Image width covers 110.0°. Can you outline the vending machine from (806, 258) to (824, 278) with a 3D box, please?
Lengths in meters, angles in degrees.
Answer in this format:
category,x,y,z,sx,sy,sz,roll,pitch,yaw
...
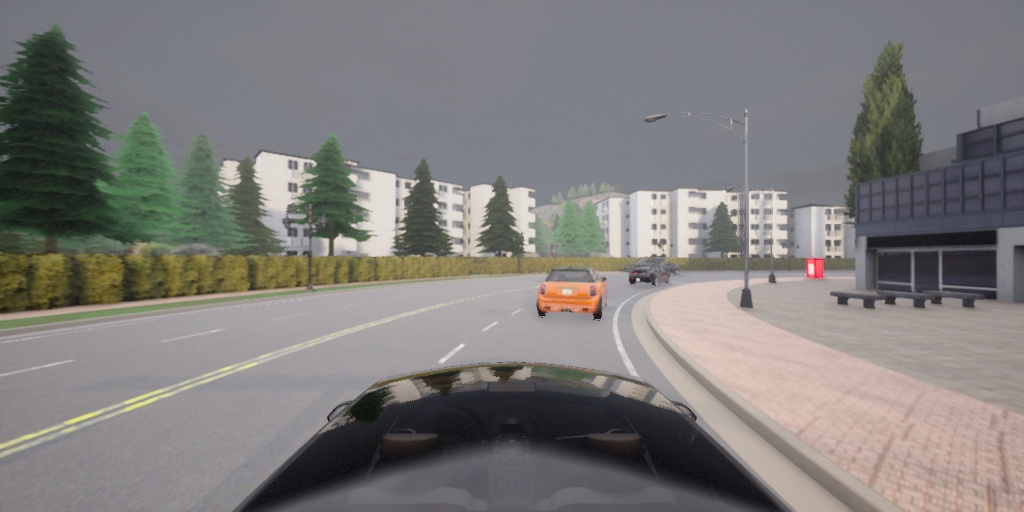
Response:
category,x,y,z,sx,sy,sz,roll,pitch,yaw
vending machine,28.463,1.179,33.683,0.880,2.100,1.100,0,0,-18

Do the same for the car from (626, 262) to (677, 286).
category,x,y,z,sx,sy,sz,roll,pitch,yaw
car,10.411,1.405,26.849,1.837,1.490,4.892,-1,-1,41

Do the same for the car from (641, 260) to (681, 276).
category,x,y,z,sx,sy,sz,roll,pitch,yaw
car,17.196,1.493,41.050,4.892,1.490,1.837,0,-1,-27

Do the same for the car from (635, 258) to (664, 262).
category,x,y,z,sx,sy,sz,roll,pitch,yaw
car,16.851,1.230,44.847,5.566,2.045,2.150,1,-1,-26

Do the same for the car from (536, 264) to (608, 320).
category,x,y,z,sx,sy,sz,roll,pitch,yaw
car,2.372,1.165,13.296,2.097,1.767,4.553,0,0,17
